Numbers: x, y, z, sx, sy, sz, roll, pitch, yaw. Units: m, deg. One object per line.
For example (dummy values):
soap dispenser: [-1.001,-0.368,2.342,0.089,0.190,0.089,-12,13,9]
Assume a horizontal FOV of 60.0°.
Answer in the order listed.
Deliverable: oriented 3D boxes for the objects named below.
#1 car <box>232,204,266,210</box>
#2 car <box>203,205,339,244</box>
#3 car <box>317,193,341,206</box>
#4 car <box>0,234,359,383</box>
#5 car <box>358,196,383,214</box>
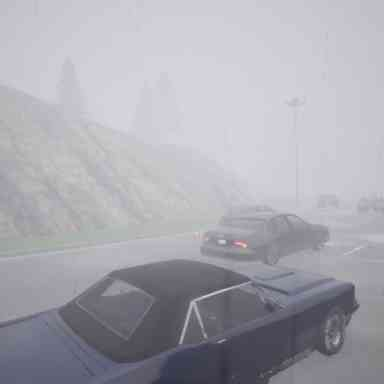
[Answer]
car: [3.136,1.296,16.653,1.994,1.385,4.181,0,1,42]
car: [2.599,1.362,10.901,5.357,1.411,2.033,-2,1,-45]
car: [13.466,0.837,32.788,1.837,1.490,4.892,0,1,25]
car: [0.121,1.549,4.105,4.718,1.301,1.895,-2,1,-38]
car: [14.443,0.992,26.703,1.895,1.301,4.718,-1,1,29]
